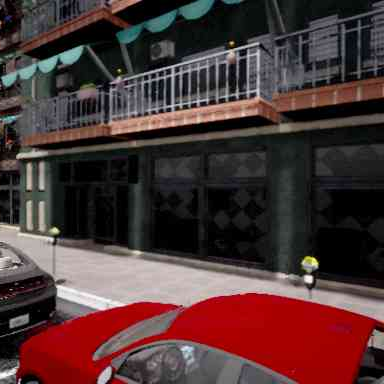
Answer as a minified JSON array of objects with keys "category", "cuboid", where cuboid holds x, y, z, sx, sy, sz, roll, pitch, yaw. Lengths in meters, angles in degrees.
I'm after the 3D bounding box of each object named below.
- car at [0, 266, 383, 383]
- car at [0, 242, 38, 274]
[{"category":"car","cuboid":[0.367,1.541,2.608,4.507,1.381,1.887,0,0,35]},{"category":"car","cuboid":[-4.140,1.525,5.823,4.403,1.369,2.008,0,0,35]}]
